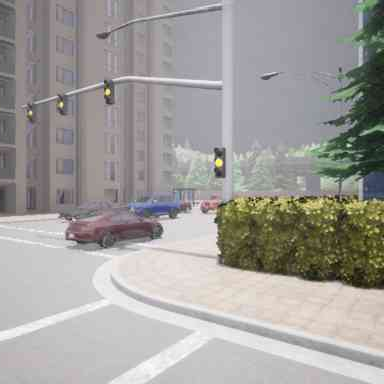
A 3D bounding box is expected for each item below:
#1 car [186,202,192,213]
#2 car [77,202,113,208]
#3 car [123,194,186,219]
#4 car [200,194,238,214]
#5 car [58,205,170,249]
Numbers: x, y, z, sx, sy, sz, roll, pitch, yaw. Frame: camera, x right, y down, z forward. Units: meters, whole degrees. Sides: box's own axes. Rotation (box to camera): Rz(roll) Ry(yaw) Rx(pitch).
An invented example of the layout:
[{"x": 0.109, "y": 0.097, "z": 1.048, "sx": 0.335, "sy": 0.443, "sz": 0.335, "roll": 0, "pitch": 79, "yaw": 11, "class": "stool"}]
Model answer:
[{"x": -2.043, "y": 1.478, "z": 34.439, "sx": 1.882, "sy": 1.535, "sz": 5.008, "roll": 0, "pitch": 0, "yaw": 36, "class": "car"}, {"x": -7.847, "y": 1.547, "z": 26.530, "sx": 2.033, "sy": 1.411, "sz": 5.357, "roll": 0, "pitch": 0, "yaw": 36, "class": "car"}, {"x": -3.225, "y": 1.221, "z": 26.916, "sx": 2.150, "sy": 2.045, "sz": 5.566, "roll": 0, "pitch": 0, "yaw": 36, "class": "car"}, {"x": 3.119, "y": 1.221, "z": 35.551, "sx": 2.150, "sy": 2.045, "sz": 5.566, "roll": 0, "pitch": 0, "yaw": 36, "class": "car"}, {"x": -3.274, "y": 1.526, "z": 14.661, "sx": 1.812, "sy": 1.442, "sz": 4.674, "roll": 0, "pitch": 0, "yaw": 36, "class": "car"}]
